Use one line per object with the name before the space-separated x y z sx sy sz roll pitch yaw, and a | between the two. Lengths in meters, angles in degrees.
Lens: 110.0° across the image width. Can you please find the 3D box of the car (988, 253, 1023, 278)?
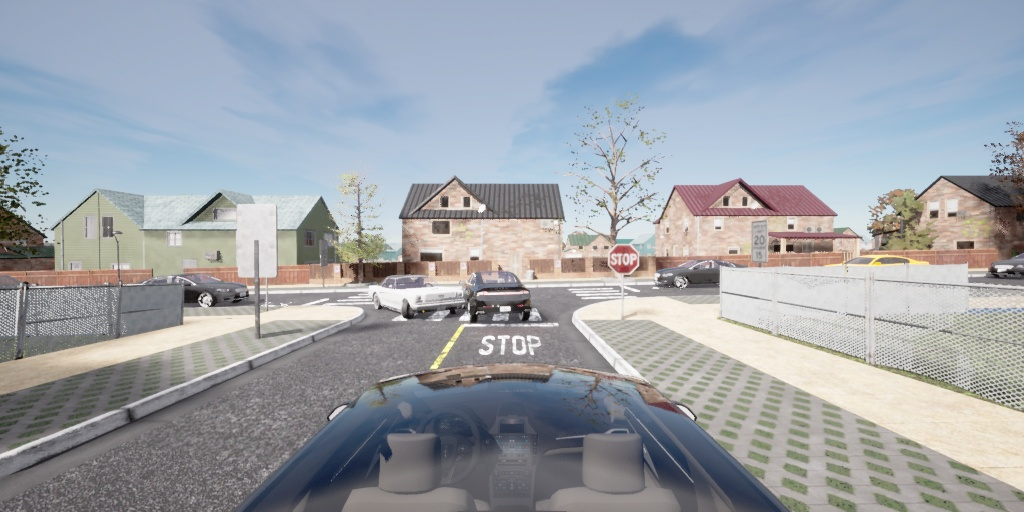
car | 29.380 0.479 19.707 4.902 1.511 2.128 -1 1 0

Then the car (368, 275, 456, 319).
car | -3.605 1.368 13.078 1.895 1.301 4.718 0 0 -38

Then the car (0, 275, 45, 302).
car | -24.244 1.648 16.528 4.553 1.767 2.097 -1 1 0

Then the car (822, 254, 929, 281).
car | 19.756 0.691 19.669 5.008 1.535 1.882 -1 1 -1

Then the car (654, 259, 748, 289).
car | 10.326 0.926 19.630 4.902 1.511 2.128 -1 1 0

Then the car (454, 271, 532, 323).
car | -0.690 1.243 12.219 2.128 1.511 4.902 0 0 -12

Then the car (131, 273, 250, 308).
car | -14.906 1.567 16.571 4.902 1.511 2.128 -1 1 0
